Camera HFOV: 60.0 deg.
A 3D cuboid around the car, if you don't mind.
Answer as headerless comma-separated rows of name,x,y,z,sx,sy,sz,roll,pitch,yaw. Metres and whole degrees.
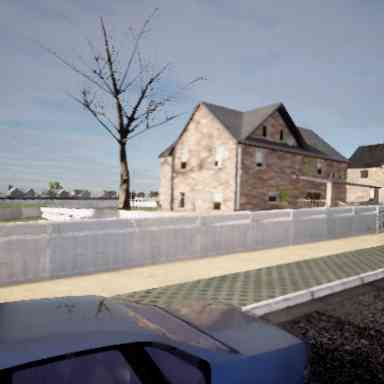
car,-1.412,1.548,2.046,5.357,1.411,2.033,0,0,-35
